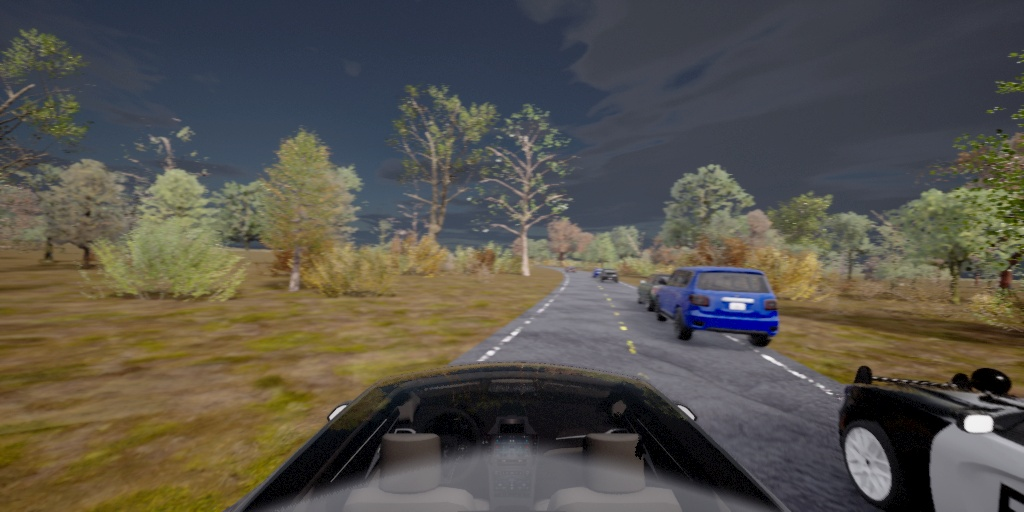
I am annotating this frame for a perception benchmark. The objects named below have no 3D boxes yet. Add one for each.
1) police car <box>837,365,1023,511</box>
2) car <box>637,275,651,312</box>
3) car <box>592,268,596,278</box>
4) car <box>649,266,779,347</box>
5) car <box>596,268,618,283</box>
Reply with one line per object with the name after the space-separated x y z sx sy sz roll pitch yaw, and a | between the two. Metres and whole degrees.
3.634 1.327 1.454 1.930 1.638 5.238 2 -1 14 | police car
7.254 1.608 16.974 2.097 1.767 4.553 2 -1 12 | car
12.632 2.418 51.604 1.882 1.535 5.008 2 -1 8 | car
5.963 1.351 11.150 2.150 2.045 5.566 2 -1 13 | car
10.880 2.224 40.561 1.837 1.490 4.892 2 -1 10 | car
